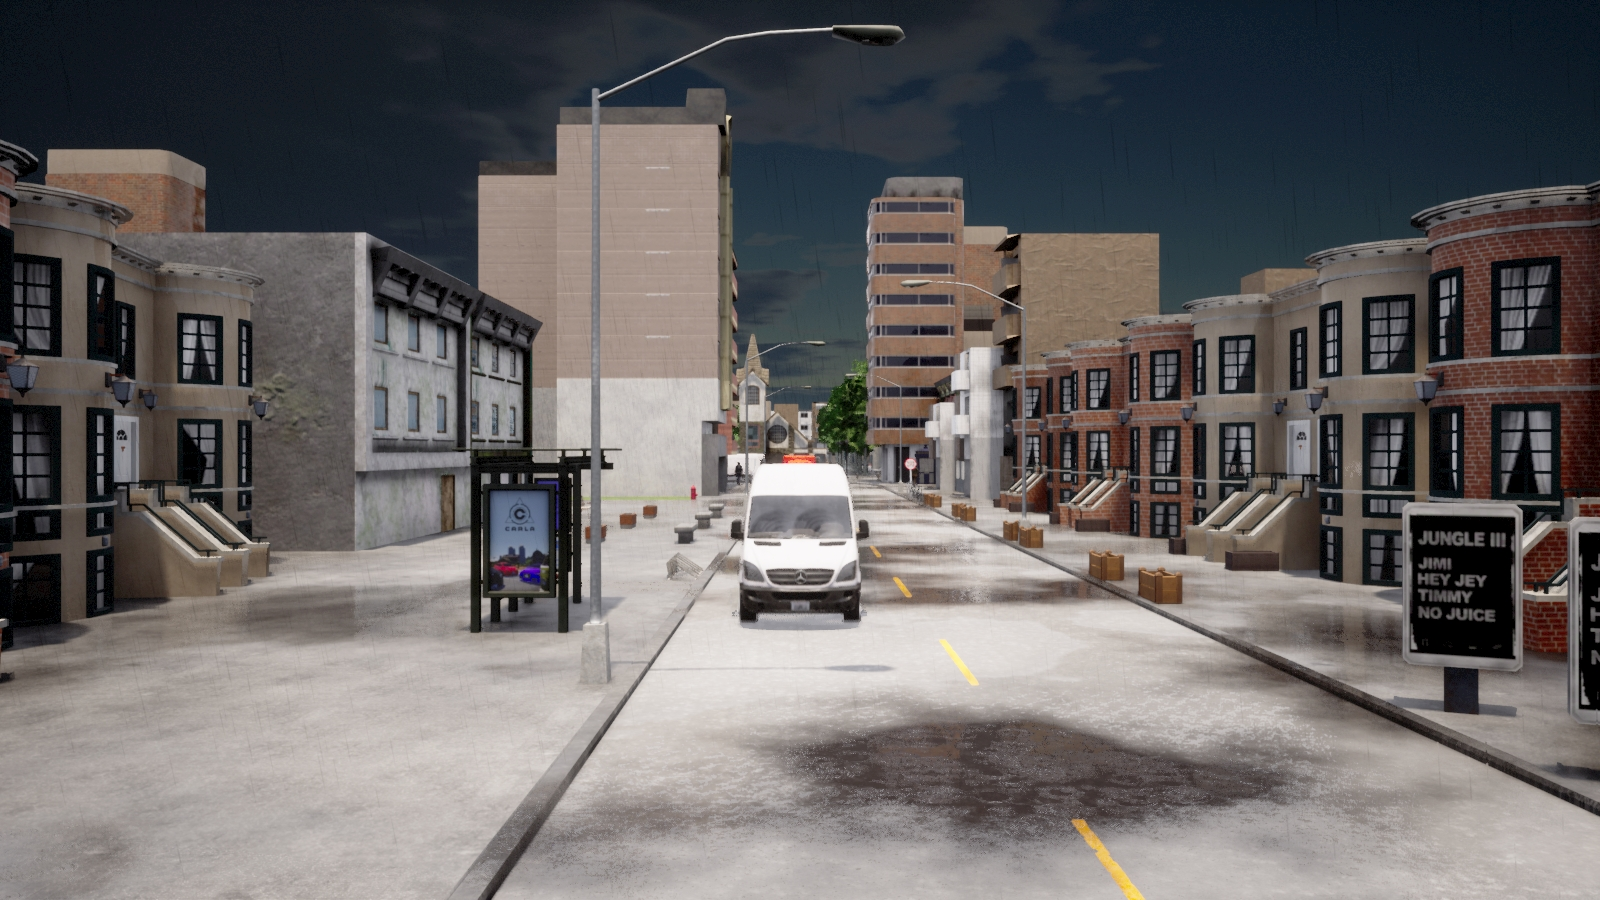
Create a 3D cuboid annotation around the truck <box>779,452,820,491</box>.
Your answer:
[{"bbox_3d":[-0.052,1.376,74.945,2.627,2.467,5.204,0,0,0],"label":"truck"}]

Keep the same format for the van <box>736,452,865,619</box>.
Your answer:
[{"bbox_3d":[0.008,1.323,20.565,1.988,2.561,5.915,0,0,0],"label":"van"}]
